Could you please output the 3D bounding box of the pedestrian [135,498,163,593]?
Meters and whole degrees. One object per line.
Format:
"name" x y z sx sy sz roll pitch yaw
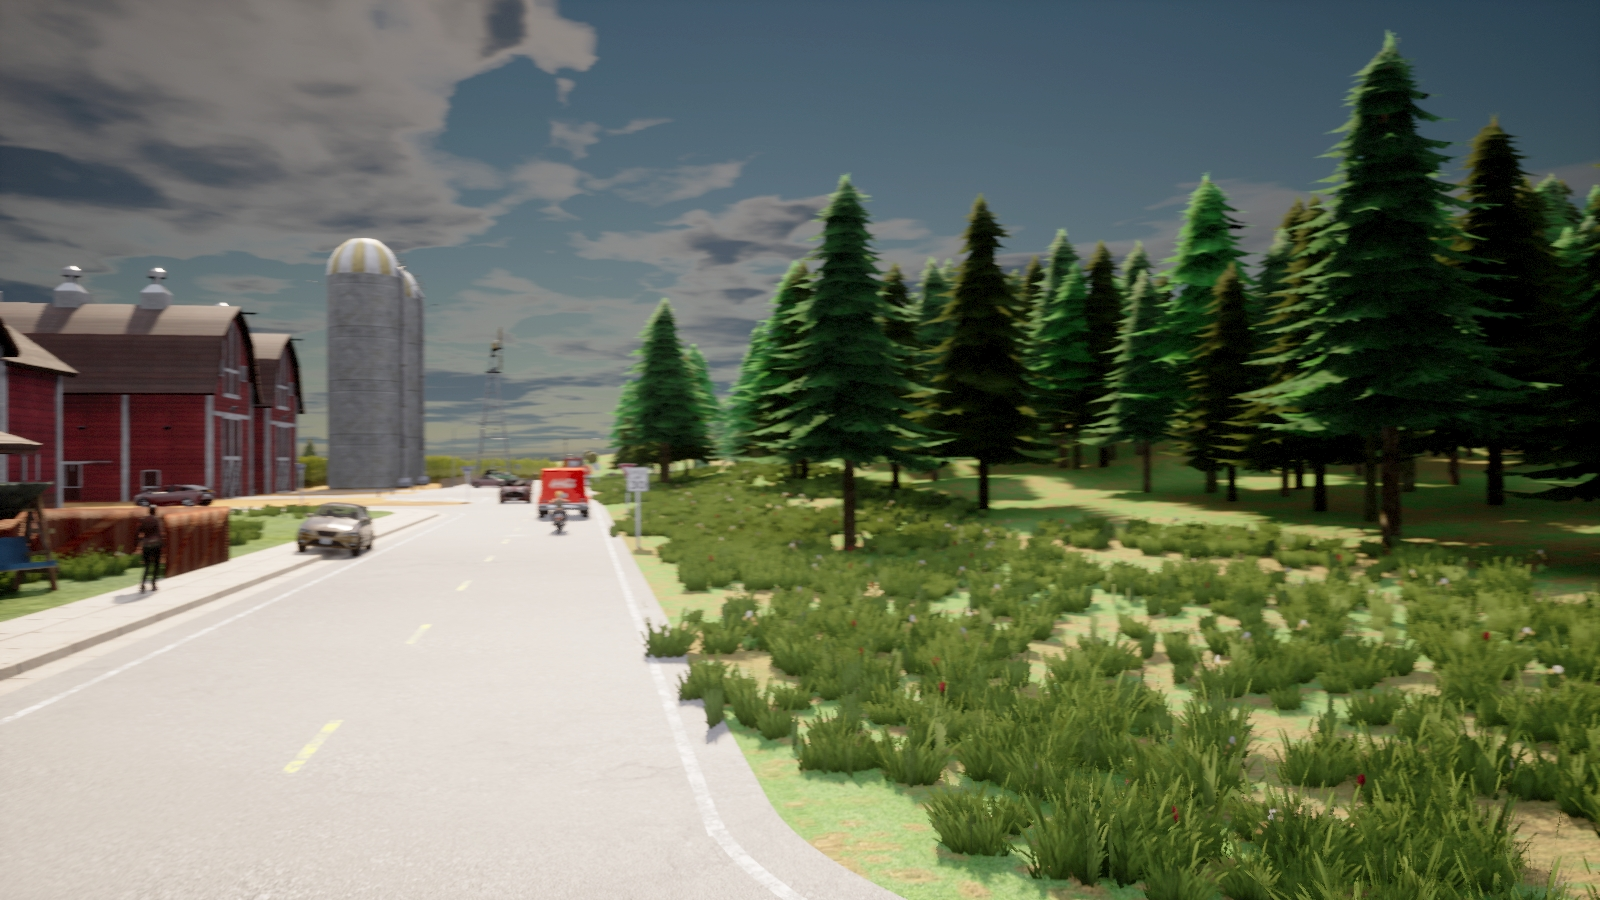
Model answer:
"pedestrian" -13.045 1.902 22.900 0.375 1.860 0.375 0 -1 -9

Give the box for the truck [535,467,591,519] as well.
"truck" -12.046 2.120 58.319 2.627 2.467 5.204 0 0 -11
